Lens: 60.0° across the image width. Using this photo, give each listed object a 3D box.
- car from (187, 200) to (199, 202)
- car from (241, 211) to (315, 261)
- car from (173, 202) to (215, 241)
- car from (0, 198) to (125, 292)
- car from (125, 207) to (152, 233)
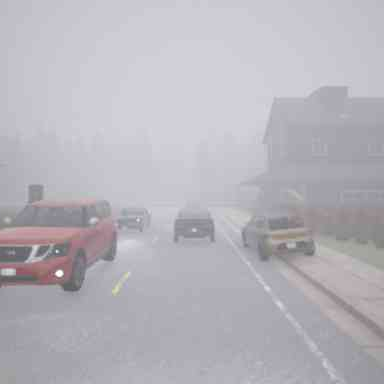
[{"bbox_3d":[0.084,1.530,34.015,2.033,1.411,5.357,0,0,0],"label":"car"},{"bbox_3d":[2.974,1.449,12.349,1.816,1.474,4.193,-6,0,-2],"label":"car"},{"bbox_3d":[0.103,1.469,16.654,1.882,1.535,5.008,0,0,0],"label":"car"},{"bbox_3d":[-3.591,1.217,9.285,2.150,2.045,5.566,0,0,0],"label":"car"},{"bbox_3d":[-3.572,1.591,19.867,1.895,1.301,4.718,0,0,0],"label":"car"}]
